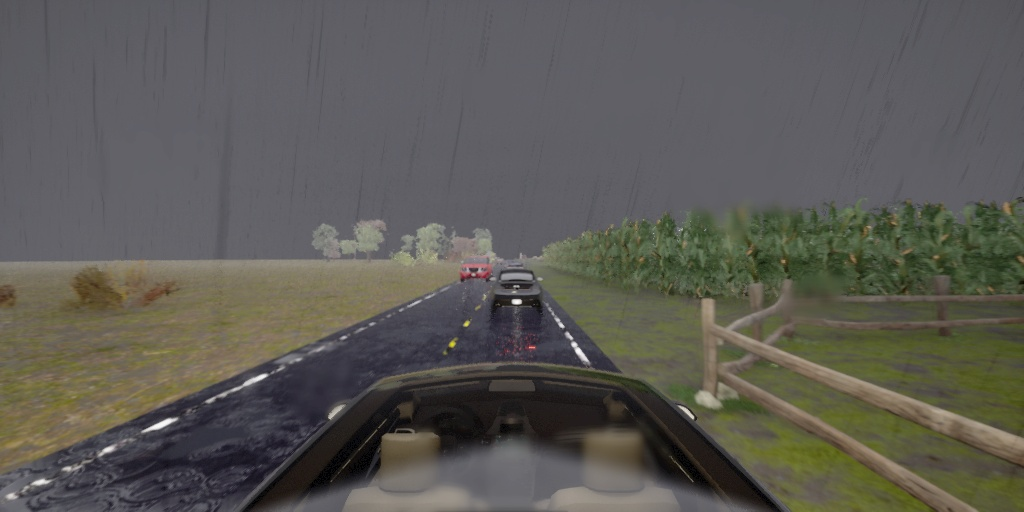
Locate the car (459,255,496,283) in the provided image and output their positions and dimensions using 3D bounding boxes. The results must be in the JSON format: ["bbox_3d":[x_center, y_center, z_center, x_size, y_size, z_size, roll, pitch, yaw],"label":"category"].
[{"bbox_3d":[-2.697,0.955,28.106,2.150,2.045,5.566,0,0,0],"label":"car"}]

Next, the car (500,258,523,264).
[{"bbox_3d":[0.286,1.229,33.960,2.128,1.511,4.902,0,0,0],"label":"car"}]

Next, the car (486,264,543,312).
[{"bbox_3d":[0.174,1.252,14.192,1.837,1.490,4.892,0,0,0],"label":"car"}]
